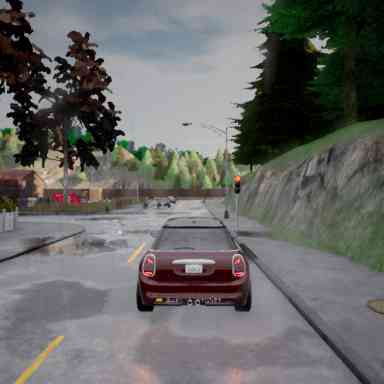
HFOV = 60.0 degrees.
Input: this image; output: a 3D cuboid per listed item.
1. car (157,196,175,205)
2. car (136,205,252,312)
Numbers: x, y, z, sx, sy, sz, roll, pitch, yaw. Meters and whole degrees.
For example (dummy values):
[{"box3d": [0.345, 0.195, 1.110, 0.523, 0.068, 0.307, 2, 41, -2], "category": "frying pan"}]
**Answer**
[{"box3d": [-4.086, 1.502, 49.068, 2.128, 1.511, 4.902, 0, 0, 0], "category": "car"}, {"box3d": [0.055, 1.354, 7.899, 2.097, 1.767, 4.553, 0, 0, 1], "category": "car"}]
